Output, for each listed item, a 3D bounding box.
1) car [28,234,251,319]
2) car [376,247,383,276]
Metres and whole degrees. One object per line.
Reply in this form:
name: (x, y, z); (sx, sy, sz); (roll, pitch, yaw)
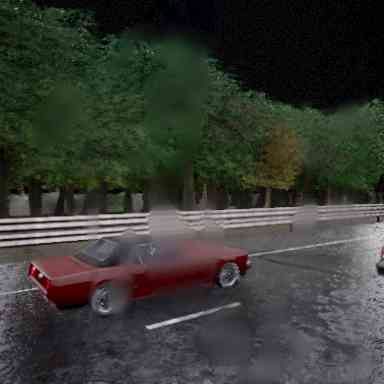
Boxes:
car: (-0.903, 1.602, 7.405); (4.718, 1.301, 1.895); (0, 0, -36)
car: (6.878, 1.553, 8.650); (5.357, 1.411, 2.033); (0, 0, -35)
